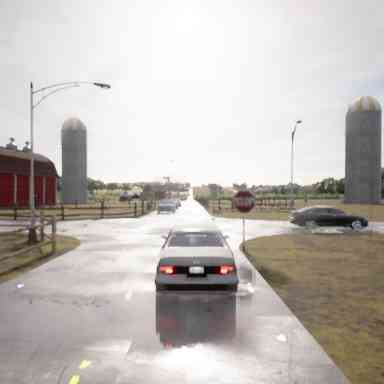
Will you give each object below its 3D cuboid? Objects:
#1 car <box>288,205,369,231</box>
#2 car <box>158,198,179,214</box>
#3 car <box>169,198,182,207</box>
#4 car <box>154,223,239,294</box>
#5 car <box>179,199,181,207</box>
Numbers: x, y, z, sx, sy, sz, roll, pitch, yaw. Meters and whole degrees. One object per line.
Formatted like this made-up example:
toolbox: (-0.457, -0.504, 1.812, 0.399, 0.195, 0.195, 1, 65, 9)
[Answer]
car: (8.761, 1.648, 21.466, 4.892, 1.490, 1.837, 0, 1, 0)
car: (-2.896, 1.655, 38.736, 1.882, 1.535, 5.008, 0, 0, 0)
car: (-2.893, 1.849, 59.578, 2.128, 1.511, 4.902, 0, -1, 0)
car: (0.090, 1.559, 8.939, 2.033, 1.411, 5.357, 0, 0, 0)
car: (-2.901, 1.743, 49.017, 2.128, 1.511, 4.902, 0, -1, 0)
